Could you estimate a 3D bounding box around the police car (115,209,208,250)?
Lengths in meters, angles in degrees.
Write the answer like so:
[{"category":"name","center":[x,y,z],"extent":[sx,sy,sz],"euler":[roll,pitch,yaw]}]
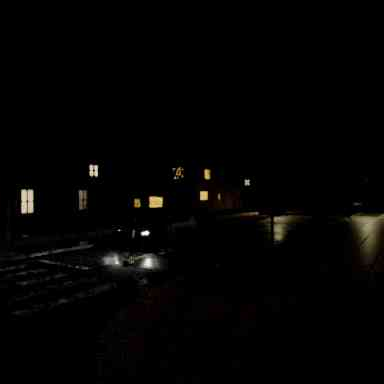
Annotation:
[{"category":"police car","center":[-1.284,1.580,14.975],"extent":[2.038,1.542,4.974],"euler":[-1,-1,34]}]
